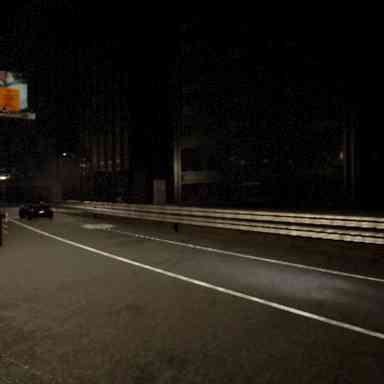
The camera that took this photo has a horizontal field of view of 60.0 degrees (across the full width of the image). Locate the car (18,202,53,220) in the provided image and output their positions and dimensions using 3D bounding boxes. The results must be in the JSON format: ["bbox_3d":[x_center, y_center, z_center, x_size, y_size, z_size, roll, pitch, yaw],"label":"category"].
[{"bbox_3d":[-13.102,1.552,27.758,1.994,1.385,4.181,0,0,-38],"label":"car"}]
